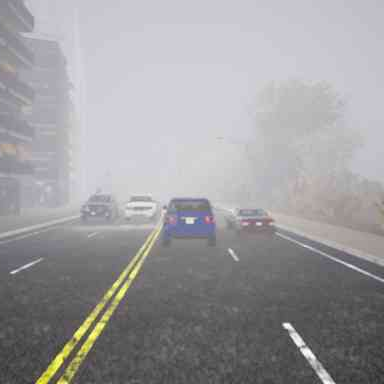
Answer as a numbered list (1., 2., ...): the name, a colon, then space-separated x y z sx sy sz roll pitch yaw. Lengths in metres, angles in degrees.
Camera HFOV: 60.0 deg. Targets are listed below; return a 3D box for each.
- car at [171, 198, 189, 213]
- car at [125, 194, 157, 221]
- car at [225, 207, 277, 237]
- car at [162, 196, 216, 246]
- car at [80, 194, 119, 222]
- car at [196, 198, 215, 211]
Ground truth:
1. car: -1.392 1.462 37.390 1.812 1.442 4.674 0 0 -4
2. car: -4.033 1.177 26.999 2.150 2.045 5.566 0 0 -3
3. car: 2.997 1.514 17.871 2.033 1.411 5.357 0 0 -2
4. car: -0.170 1.199 15.225 2.150 2.045 5.566 0 0 -2
5. car: -7.277 1.183 26.810 2.150 2.045 5.566 0 0 -3
6. car: 1.569 1.448 41.042 1.812 1.442 4.674 0 0 -5
